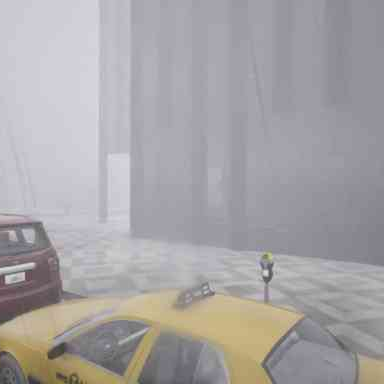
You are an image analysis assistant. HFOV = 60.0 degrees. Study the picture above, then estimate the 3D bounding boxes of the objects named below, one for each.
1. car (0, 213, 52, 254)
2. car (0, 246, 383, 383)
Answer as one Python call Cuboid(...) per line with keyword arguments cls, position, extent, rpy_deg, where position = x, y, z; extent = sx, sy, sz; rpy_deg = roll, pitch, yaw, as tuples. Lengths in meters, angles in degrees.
Cuboid(cls="car", position=(-4.466, 1.314, 6.155), extent=(5.009, 1.841, 2.192), rpy_deg=(0, 0, 36))
Cuboid(cls="car", position=(-0.191, 1.525, 3.099), extent=(4.829, 1.417, 1.752), rpy_deg=(0, 0, 36))
